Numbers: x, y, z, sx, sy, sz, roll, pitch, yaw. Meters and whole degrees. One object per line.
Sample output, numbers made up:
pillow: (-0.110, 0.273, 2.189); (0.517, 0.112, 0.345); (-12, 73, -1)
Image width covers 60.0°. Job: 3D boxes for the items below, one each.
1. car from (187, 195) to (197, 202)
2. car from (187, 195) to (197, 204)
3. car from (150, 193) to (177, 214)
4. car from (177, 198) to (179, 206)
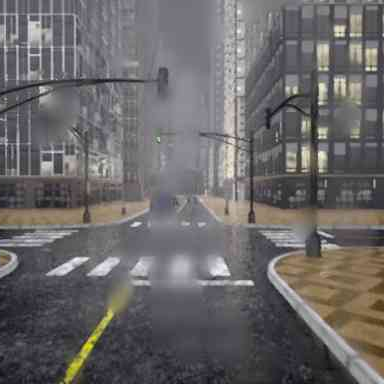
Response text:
car: (0.008, 1.426, 70.425); (2.033, 1.411, 5.357); (0, 0, 0)
car: (0.007, 1.400, 60.008); (2.128, 1.511, 4.902); (0, 0, 0)
car: (-3.087, 1.157, 34.835); (2.150, 2.045, 5.566); (0, 0, 0)
car: (-3.060, 1.394, 52.048); (1.882, 1.535, 5.008); (0, 0, 0)
